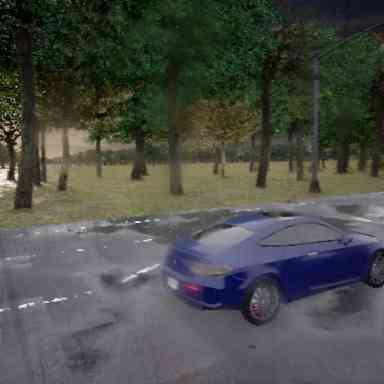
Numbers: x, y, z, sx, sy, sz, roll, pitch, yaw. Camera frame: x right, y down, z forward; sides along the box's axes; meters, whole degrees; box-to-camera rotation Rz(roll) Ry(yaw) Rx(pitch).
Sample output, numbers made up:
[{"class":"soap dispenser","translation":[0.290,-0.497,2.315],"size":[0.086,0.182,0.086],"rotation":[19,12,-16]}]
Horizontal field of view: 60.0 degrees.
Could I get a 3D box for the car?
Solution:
[{"class":"car","translation":[1.683,1.089,6.119],"size":[4.674,1.442,1.812],"rotation":[-3,4,-30]}]
